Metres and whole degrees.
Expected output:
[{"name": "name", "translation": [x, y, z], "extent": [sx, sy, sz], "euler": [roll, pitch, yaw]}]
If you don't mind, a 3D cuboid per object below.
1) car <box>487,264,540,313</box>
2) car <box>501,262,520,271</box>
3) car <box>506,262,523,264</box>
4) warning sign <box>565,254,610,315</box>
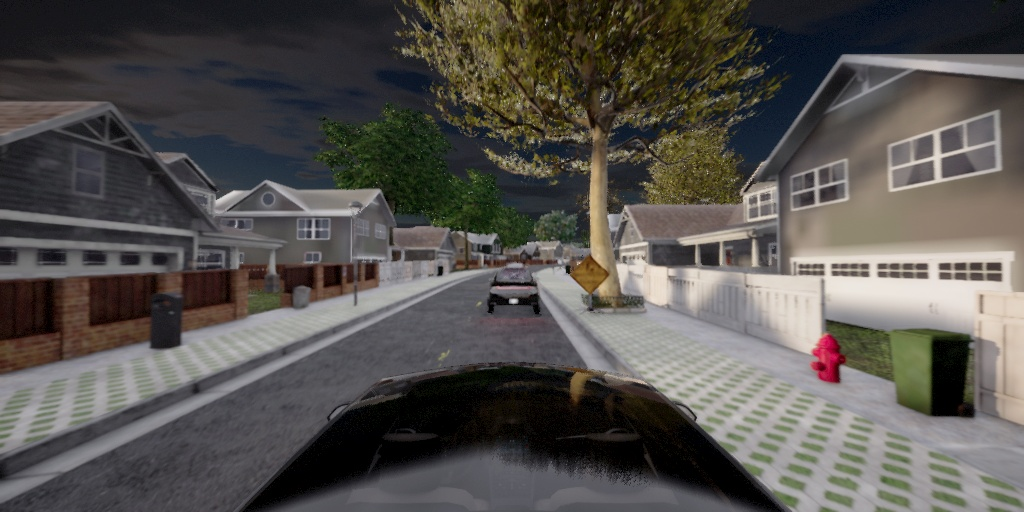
[{"name": "car", "translation": [0.070, 1.259, 14.099], "extent": [2.128, 1.511, 4.902], "euler": [0, 0, 0]}, {"name": "car", "translation": [-0.151, 1.529, 53.089], "extent": [1.895, 1.301, 4.718], "euler": [0, 0, 10]}, {"name": "car", "translation": [0.329, 1.296, 30.766], "extent": [1.882, 1.535, 5.008], "euler": [0, 0, 3]}, {"name": "warning sign", "translation": [2.517, 0.876, 11.477], "extent": [1.300, 1.860, 1.060], "euler": [0, 0, 0]}]
